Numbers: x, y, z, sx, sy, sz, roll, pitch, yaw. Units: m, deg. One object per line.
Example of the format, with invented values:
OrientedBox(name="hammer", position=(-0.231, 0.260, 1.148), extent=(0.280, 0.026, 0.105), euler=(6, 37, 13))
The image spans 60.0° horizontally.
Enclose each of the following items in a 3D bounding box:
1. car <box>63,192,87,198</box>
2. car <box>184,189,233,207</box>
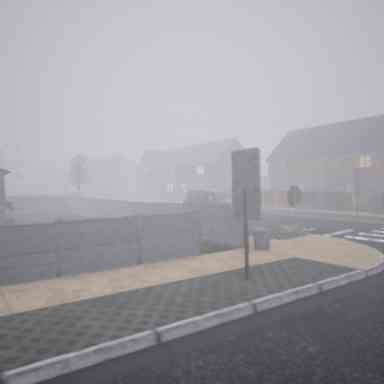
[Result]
OrientedBox(name="car", position=(-16.240, 0.704, 46.046), extent=(1.882, 1.535, 5.008), euler=(-3, 2, -39))
OrientedBox(name="car", position=(1.614, 0.833, 22.955), extent=(2.150, 2.045, 5.566), euler=(-3, 3, -36))
